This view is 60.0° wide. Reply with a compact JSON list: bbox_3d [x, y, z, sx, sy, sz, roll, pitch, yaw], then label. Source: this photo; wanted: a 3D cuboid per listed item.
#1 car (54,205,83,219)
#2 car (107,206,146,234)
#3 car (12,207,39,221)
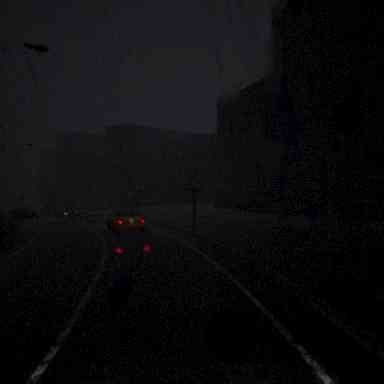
[{"bbox_3d":[-14.202,2.237,38.127,2.033,1.411,5.357,-3,0,-39],"label":"car"},{"bbox_3d":[-4.270,1.655,21.030,1.801,1.575,5.366,-2,-1,-20],"label":"car"},{"bbox_3d":[-19.292,2.450,38.496,1.882,1.535,5.008,-4,0,-42],"label":"car"}]
